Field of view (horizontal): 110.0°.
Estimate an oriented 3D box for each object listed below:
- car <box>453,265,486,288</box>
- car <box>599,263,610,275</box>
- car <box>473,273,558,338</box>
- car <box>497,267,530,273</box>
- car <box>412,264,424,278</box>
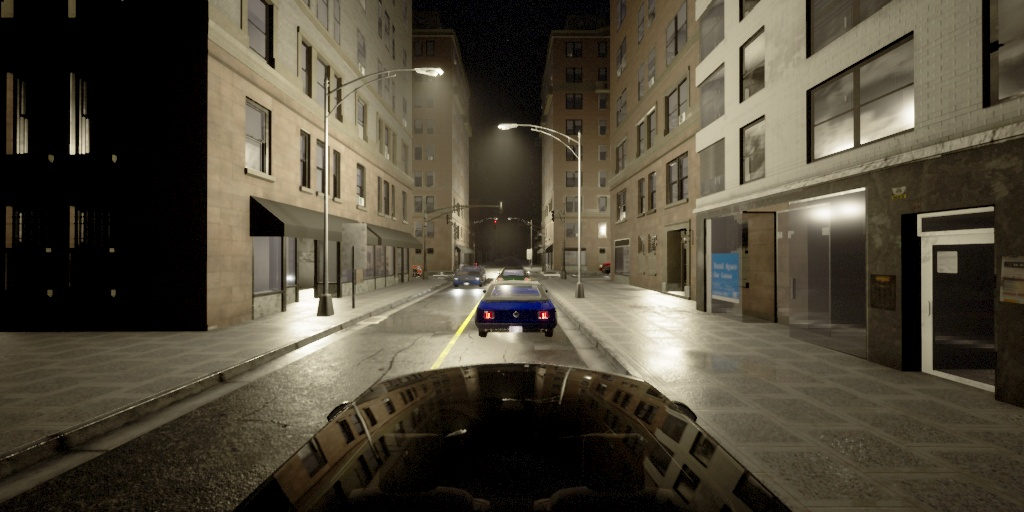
[{"bbox_3d":[-2.766,1.307,24.470,2.033,1.411,5.357,0,0,0],"label":"car"},{"bbox_3d":[12.060,1.252,37.495,5.008,1.535,1.882,0,0,0],"label":"car"},{"bbox_3d":[0.096,1.352,10.226,1.895,1.301,4.718,0,0,0],"label":"car"},{"bbox_3d":[0.086,1.320,20.115,1.994,1.385,4.181,0,0,0],"label":"car"},{"bbox_3d":[-10.332,1.118,34.048,4.553,1.767,2.097,0,0,6],"label":"car"}]
